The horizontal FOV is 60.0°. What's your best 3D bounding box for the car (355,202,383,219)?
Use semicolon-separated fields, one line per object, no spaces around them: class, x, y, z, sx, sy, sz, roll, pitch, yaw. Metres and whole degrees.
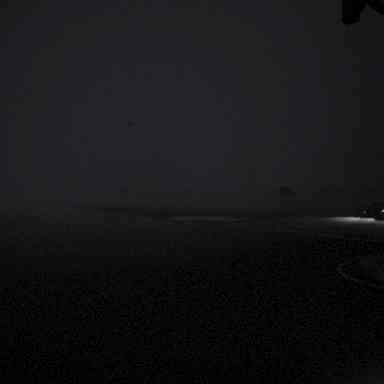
car;16.519;1.578;29.866;4.181;1.385;1.994;0;0;-35
